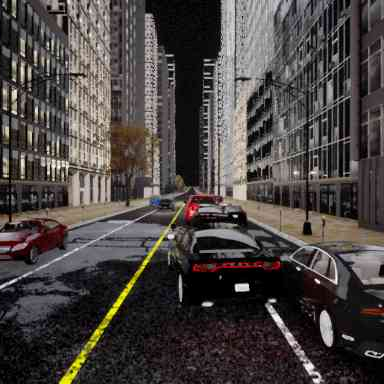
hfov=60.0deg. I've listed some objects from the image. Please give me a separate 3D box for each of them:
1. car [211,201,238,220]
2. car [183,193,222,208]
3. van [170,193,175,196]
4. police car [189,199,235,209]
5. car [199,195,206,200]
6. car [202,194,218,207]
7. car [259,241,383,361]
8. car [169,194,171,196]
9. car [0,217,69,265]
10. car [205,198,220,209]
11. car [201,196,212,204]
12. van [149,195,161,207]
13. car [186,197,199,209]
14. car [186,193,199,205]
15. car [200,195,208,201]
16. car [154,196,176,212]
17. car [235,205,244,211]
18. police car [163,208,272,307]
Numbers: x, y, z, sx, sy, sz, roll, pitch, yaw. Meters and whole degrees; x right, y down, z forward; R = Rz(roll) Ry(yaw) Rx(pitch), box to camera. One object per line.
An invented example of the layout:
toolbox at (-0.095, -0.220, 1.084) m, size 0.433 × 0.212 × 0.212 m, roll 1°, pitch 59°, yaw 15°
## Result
car at (2.733, 1.536, 28.714) m, size 1.887 × 1.381 × 4.507 m, roll 0°, pitch 0°, yaw 0°
car at (0.600, 1.216, 24.201) m, size 2.150 × 2.045 × 5.566 m, roll 0°, pitch 0°, yaw -2°
van at (-5.547, 1.263, 91.413) m, size 1.690 × 1.788 × 3.998 m, roll 0°, pitch 0°, yaw 0°
police car at (0.930, 1.421, 18.321) m, size 1.930 × 1.638 × 5.238 m, roll 0°, pitch 0°, yaw 0°
car at (2.835, 1.488, 91.396) m, size 1.947 × 1.339 × 4.313 m, roll 0°, pitch 0°, yaw 0°
car at (2.768, 1.290, 51.508) m, size 2.192 × 1.841 × 5.009 m, roll 0°, pitch 0°, yaw 0°
car at (2.695, 1.550, 5.922) m, size 2.008 × 1.369 × 4.403 m, roll 0°, pitch 0°, yaw 0°
car at (-5.592, 1.514, 62.920) m, size 2.008 × 1.369 × 4.403 m, roll 0°, pitch 0°, yaw 0°
car at (-5.676, 1.580, 11.640) m, size 1.802 × 1.307 × 4.206 m, roll 0°, pitch 0°, yaw 0°
car at (2.760, 1.524, 45.809) m, size 1.887 × 1.381 × 4.507 m, roll 0°, pitch 0°, yaw 0°
car at (2.788, 1.508, 62.904) m, size 1.887 × 1.381 × 4.507 m, roll 0°, pitch 0°, yaw 0°
van at (-5.612, 1.316, 51.526) m, size 1.690 × 1.788 × 3.998 m, roll 0°, pitch 0°, yaw 0°
car at (0.097, 1.505, 45.771) m, size 1.812 × 1.442 × 4.674 m, roll 0°, pitch 0°, yaw 1°
car at (0.095, 1.189, 58.738) m, size 2.150 × 2.045 × 5.566 m, roll 0°, pitch 0°, yaw 0°
car at (2.817, 1.466, 80.169) m, size 1.752 × 1.417 × 4.829 m, roll 0°, pitch 0°, yaw 0°
car at (-2.938, 1.490, 38.343) m, size 1.837 × 1.490 × 4.892 m, roll 0°, pitch 0°, yaw 0°
car at (2.723, 1.560, 23.017) m, size 1.947 × 1.339 × 4.313 m, roll 0°, pitch 0°, yaw 0°
police car at (0.470, 1.424, 8.221) m, size 1.930 × 1.638 × 5.238 m, roll 0°, pitch 0°, yaw -9°
